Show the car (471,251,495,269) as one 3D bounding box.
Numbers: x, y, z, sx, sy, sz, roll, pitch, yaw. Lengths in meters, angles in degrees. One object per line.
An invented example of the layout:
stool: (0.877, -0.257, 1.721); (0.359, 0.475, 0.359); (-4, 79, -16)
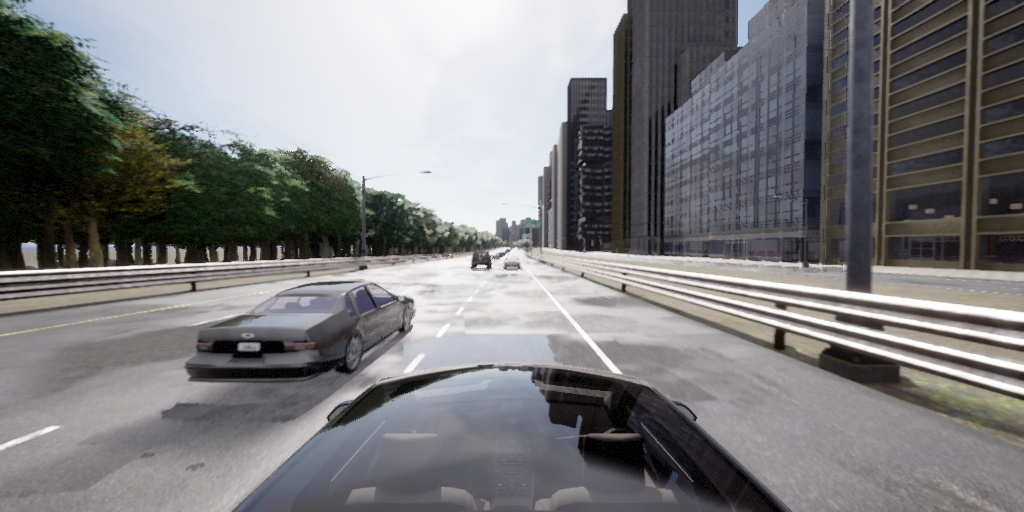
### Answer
car: (-3.587, 0.429, 42.950); (2.150, 2.045, 5.566); (0, 1, 0)

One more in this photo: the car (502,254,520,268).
car: (0.017, 0.796, 43.795); (1.895, 1.301, 4.718); (0, 1, 0)

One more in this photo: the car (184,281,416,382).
car: (-3.501, 1.223, 7.280); (2.033, 1.411, 5.357); (0, 1, 0)
